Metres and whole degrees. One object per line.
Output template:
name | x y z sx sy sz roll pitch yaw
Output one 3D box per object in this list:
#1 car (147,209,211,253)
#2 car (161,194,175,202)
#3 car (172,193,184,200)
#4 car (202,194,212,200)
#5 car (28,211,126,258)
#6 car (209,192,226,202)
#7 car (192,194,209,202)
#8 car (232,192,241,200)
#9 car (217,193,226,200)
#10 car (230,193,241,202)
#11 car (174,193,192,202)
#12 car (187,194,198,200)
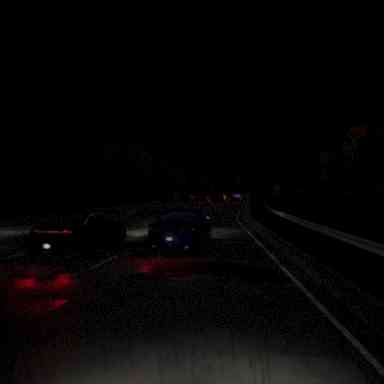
car | -0.357 1.440 13.773 1.882 1.535 5.008 0 0 10
car | -5.062 1.340 70.210 2.033 1.411 5.357 0 0 10
car | -3.315 1.091 80.482 1.882 1.535 5.008 0 0 10
car | 3.586 1.171 79.308 1.994 1.385 4.181 0 0 10
car | -4.089 1.456 12.703 2.128 1.511 4.902 0 0 10
car | 5.295 1.034 68.478 2.150 2.045 5.566 0 0 10
car | 1.839 1.284 69.036 1.882 1.535 5.008 0 0 10
car | 10.482 0.979 78.105 2.097 1.767 4.553 0 0 10
car | 7.037 1.099 78.721 1.882 1.535 5.008 0 0 10
car | 8.815 1.408 68.303 1.895 1.301 4.718 0 0 10
car | -1.611 1.342 69.623 2.033 1.411 5.357 0 0 10
car | 0.136 1.168 79.895 1.994 1.385 4.181 0 0 10
